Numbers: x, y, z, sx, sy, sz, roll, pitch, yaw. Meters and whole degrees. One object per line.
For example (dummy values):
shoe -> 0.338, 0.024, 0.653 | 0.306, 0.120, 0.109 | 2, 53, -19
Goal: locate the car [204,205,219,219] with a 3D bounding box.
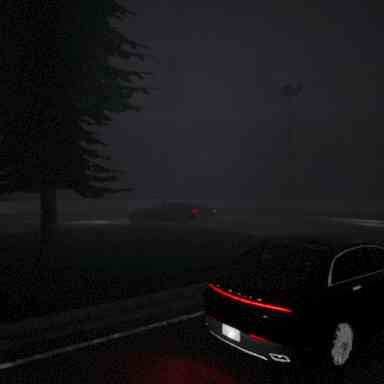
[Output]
car -> -0.571, 1.499, 26.327 | 5.357, 1.411, 2.033 | 0, 0, 11

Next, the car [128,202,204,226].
car -> -1.954, 1.453, 22.742 | 4.902, 1.511, 2.128 | 0, 0, 13

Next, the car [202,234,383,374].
car -> 2.377, 1.489, 5.672 | 4.892, 1.490, 1.837 | -1, 1, -39
